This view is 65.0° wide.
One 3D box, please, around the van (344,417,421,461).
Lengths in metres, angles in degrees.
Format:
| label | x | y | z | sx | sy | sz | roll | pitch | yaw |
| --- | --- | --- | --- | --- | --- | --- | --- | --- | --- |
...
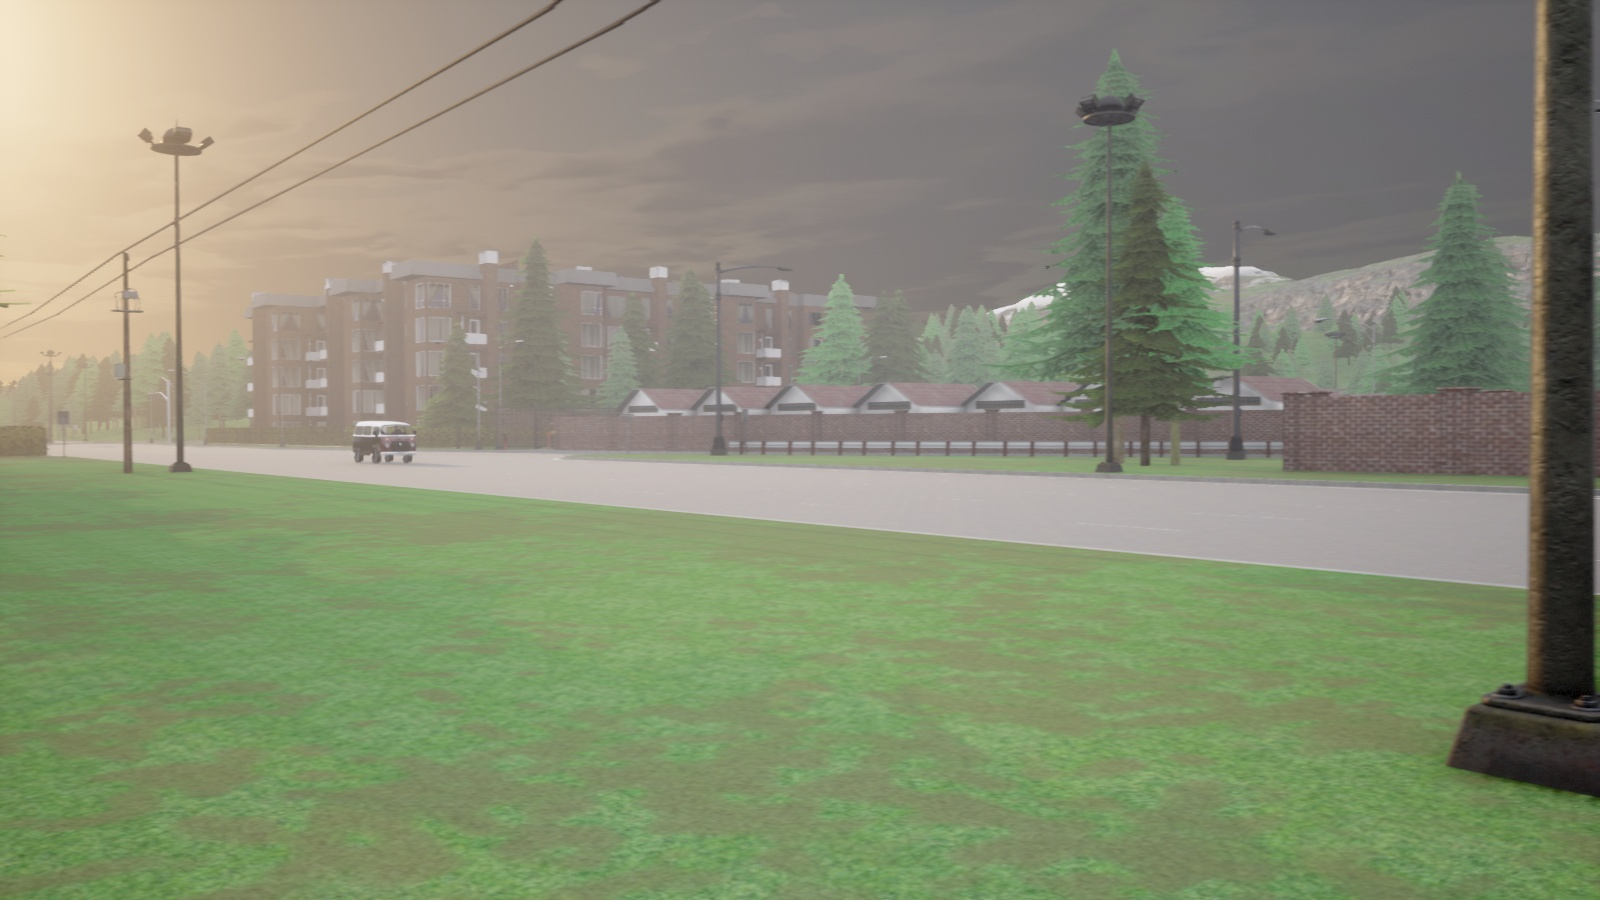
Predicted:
| label | x | y | z | sx | sy | sz | roll | pitch | yaw |
| --- | --- | --- | --- | --- | --- | --- | --- | --- | --- |
| van | -20.096 | -0.534 | 60.335 | 2.069 | 2.038 | 4.480 | -1 | 1 | -38 |
